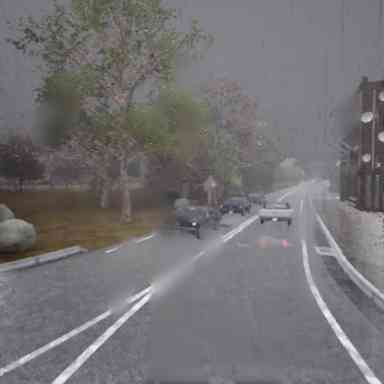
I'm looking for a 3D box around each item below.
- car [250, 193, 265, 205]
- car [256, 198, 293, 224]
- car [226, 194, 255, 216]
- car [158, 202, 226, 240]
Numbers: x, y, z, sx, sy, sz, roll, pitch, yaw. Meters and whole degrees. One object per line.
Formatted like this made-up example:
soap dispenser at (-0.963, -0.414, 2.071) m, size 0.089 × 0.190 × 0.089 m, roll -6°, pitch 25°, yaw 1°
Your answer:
car at (7.228, 0.790, 37.799) m, size 2.033 × 1.411 × 5.357 m, roll 1°, pitch 2°, yaw 19°
car at (5.506, 1.254, 21.463) m, size 1.895 × 1.301 × 4.718 m, roll 1°, pitch 1°, yaw 18°
car at (3.541, 1.131, 26.575) m, size 1.895 × 1.301 × 4.718 m, roll 1°, pitch 1°, yaw 18°
car at (0.056, 1.351, 15.853) m, size 1.895 × 1.301 × 4.718 m, roll 1°, pitch 1°, yaw 18°
